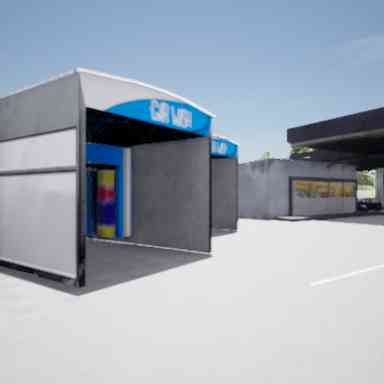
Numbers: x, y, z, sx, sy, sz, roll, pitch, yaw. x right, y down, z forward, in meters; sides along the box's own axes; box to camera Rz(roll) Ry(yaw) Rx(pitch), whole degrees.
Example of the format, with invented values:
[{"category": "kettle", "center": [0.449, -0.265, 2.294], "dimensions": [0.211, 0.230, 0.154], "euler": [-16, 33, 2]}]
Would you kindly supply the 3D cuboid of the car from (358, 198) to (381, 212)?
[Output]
[{"category": "car", "center": [20.768, 1.549, 39.933], "dimensions": [4.611, 1.667, 2.242], "euler": [0, 0, -36]}]
